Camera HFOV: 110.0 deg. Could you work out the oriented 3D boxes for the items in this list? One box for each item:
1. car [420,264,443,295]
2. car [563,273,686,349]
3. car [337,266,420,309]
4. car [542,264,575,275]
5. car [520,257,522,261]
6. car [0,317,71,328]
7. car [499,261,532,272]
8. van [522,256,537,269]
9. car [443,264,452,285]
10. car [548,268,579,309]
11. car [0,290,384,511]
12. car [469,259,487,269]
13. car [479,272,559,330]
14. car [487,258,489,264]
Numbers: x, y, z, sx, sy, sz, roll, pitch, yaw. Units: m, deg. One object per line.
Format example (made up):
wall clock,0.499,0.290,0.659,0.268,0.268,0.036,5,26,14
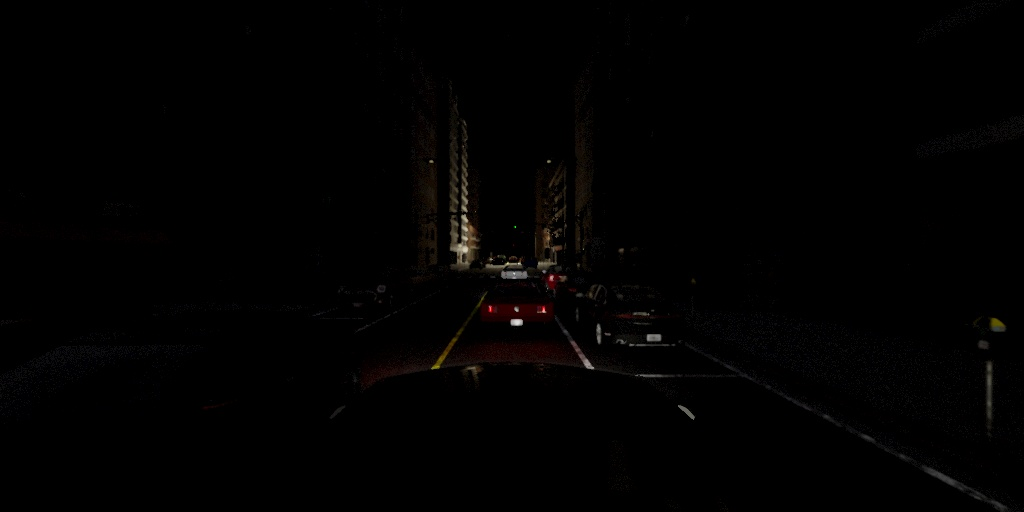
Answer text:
car,-5.331,1.246,19.760,1.751,1.417,4.829,0,0,0
car,2.657,1.289,8.874,2.007,1.370,4.403,0,0,0
car,-5.349,1.169,14.413,1.967,1.591,4.097,0,0,0
car,2.695,1.160,19.912,1.967,1.591,4.097,0,0,0
car,2.844,1.229,63.874,1.802,1.307,4.207,0,0,0
car,-5.386,1.329,3.375,1.802,1.307,4.207,0,0,0
car,0.329,1.308,28.104,1.895,1.301,4.718,0,0,4
van,2.805,1.007,52.512,1.690,1.789,3.998,0,0,0
car,-5.312,1.262,25.449,2.007,1.370,4.403,0,0,0
car,2.676,1.311,14.393,1.802,1.307,4.207,0,0,0
car,-2.849,1.273,2.984,1.812,1.442,4.674,0,0,0
car,-5.220,1.216,52.530,2.007,1.370,4.403,0,0,0
car,0.132,1.336,11.044,1.895,1.301,4.718,0,0,0
car,-5.201,1.201,58.212,1.888,1.381,4.507,0,0,0
